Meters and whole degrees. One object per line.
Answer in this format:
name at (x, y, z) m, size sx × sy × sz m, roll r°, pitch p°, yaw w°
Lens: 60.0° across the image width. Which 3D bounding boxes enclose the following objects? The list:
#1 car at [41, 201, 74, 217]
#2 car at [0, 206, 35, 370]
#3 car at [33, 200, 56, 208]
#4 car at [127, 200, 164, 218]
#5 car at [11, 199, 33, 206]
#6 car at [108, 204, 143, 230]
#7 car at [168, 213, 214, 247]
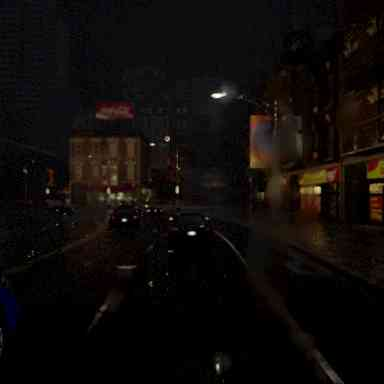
car at (-13.750, 1.853, 34.351) m, size 1.895 × 1.301 × 4.718 m, roll 0°, pitch -1°, yaw -37°
car at (-3.399, 1.237, 2.088) m, size 2.150 × 2.045 × 5.566 m, roll 0°, pitch 0°, yaw 0°
car at (-23.936, 2.004, 55.791) m, size 4.718 × 1.301 × 1.895 m, roll 0°, pitch 0°, yaw 30°
car at (-4.475, 1.788, 32.777) m, size 2.033 × 1.411 × 5.357 m, roll 0°, pitch 0°, yaw -26°
car at (-29.239, 1.945, 57.964) m, size 4.674 × 1.452 × 2.002 m, roll 0°, pitch 0°, yaw 20°
car at (-4.617, 1.730, 22.555) m, size 1.994 × 1.385 × 4.181 m, roll 0°, pitch 0°, yaw -12°
car at (-0.130, 1.679, 15.646) m, size 1.994 × 1.385 × 4.181 m, roll 0°, pitch 0°, yaw -4°
